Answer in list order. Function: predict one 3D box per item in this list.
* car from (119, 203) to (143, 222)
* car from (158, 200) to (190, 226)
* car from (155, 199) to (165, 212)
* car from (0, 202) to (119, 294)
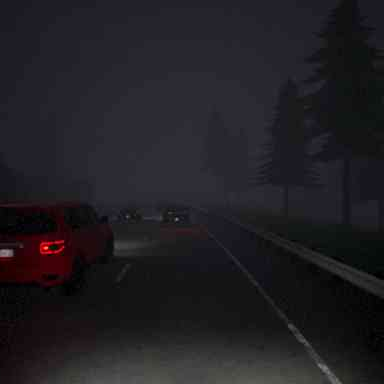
[{"bbox_3d":[-5.050,1.648,27.168,1.812,1.442,4.674,0,0,-6],"label":"car"},{"bbox_3d":[-1.249,1.598,24.416,2.128,1.511,4.902,0,0,-6],"label":"car"},{"bbox_3d":[-3.527,1.657,41.153,1.882,1.535,5.008,0,0,-10],"label":"car"},{"bbox_3d":[-3.644,1.265,8.993,2.150,2.045,5.566,0,0,-2],"label":"car"}]
